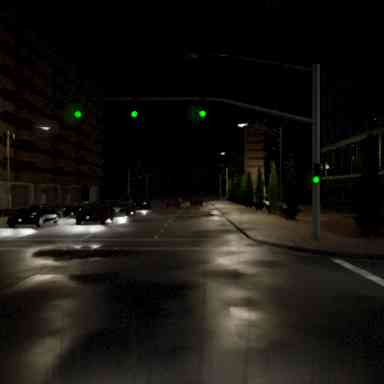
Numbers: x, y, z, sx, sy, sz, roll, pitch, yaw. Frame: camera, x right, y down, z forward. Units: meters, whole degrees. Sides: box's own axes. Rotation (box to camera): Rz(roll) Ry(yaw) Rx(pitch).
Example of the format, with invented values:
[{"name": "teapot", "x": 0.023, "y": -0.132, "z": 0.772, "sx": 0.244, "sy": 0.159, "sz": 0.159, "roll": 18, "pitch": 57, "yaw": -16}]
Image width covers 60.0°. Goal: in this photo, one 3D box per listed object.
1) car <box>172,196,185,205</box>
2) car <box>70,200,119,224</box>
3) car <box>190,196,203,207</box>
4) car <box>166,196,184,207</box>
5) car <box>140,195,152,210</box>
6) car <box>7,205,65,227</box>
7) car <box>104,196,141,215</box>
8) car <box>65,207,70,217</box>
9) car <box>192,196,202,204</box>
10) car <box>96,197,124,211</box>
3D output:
[{"name": "car", "x": -2.522, "y": 1.528, "z": 62.023, "sx": 2.033, "sy": 1.411, "sz": 5.357, "roll": 0, "pitch": 0, "yaw": 1}, {"name": "car", "x": -7.017, "y": 1.544, "z": 24.418, "sx": 1.994, "sy": 1.385, "sz": 4.181, "roll": 0, "pitch": 0, "yaw": 1}, {"name": "car", "x": 0.732, "y": 1.455, "z": 52.144, "sx": 1.882, "sy": 1.535, "sz": 5.008, "roll": 0, "pitch": 0, "yaw": 1}, {"name": "car", "x": -2.736, "y": 1.544, "z": 49.373, "sx": 1.994, "sy": 1.385, "sz": 4.181, "roll": 0, "pitch": 0, "yaw": 1}, {"name": "car", "x": -6.542, "y": 1.334, "z": 43.115, "sx": 2.097, "sy": 1.767, "sz": 4.553, "roll": 0, "pitch": 0, "yaw": 2}, {"name": "car", "x": -10.538, "y": 1.546, "z": 22.406, "sx": 1.994, "sy": 1.385, "sz": 4.181, "roll": 0, "pitch": 0, "yaw": 1}, {"name": "car", "x": -6.833, "y": 1.472, "z": 33.309, "sx": 2.128, "sy": 1.511, "sz": 4.902, "roll": 0, "pitch": 0, "yaw": 1}, {"name": "car", "x": -10.390, "y": 1.584, "z": 31.209, "sx": 1.895, "sy": 1.301, "sz": 4.718, "roll": 0, "pitch": 0, "yaw": 1}, {"name": "car", "x": 0.986, "y": 1.456, "z": 62.300, "sx": 1.882, "sy": 1.535, "sz": 5.008, "roll": 0, "pitch": 0, "yaw": 1}, {"name": "car", "x": -10.099, "y": 1.475, "z": 41.302, "sx": 2.128, "sy": 1.511, "sz": 4.902, "roll": 0, "pitch": 0, "yaw": 2}]
